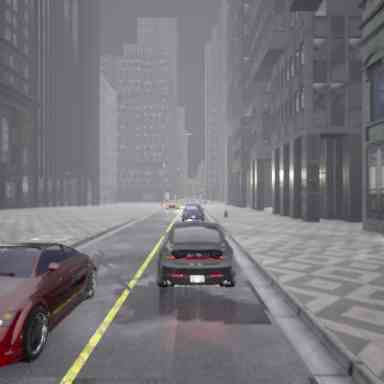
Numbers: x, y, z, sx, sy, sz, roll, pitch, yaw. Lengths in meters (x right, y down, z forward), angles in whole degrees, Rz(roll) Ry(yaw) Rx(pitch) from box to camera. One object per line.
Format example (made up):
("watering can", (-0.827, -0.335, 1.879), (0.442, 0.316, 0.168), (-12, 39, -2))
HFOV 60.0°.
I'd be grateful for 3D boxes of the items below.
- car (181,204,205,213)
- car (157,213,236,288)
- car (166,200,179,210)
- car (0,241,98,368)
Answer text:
("car", (0.101, 1.740, 27.539), (1.812, 1.442, 4.674), (0, 0, 0))
("car", (0.102, 1.573, 9.405), (1.837, 1.490, 4.892), (0, 0, 0))
("car", (-3.008, 2.046, 52.717), (1.882, 1.535, 5.008), (0, -1, 0))
("car", (-3.100, 1.604, 5.806), (1.994, 1.385, 4.181), (0, 0, 0))
